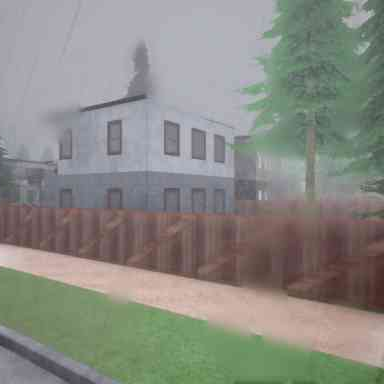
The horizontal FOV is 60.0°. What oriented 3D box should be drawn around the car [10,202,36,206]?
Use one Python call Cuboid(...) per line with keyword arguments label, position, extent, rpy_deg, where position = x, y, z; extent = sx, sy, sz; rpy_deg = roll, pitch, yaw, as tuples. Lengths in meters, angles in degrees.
Cuboid(label="car", position=(-15.363, 1.580, 29.328), extent=(1.895, 1.301, 4.718), rpy_deg=(0, 0, 28))
